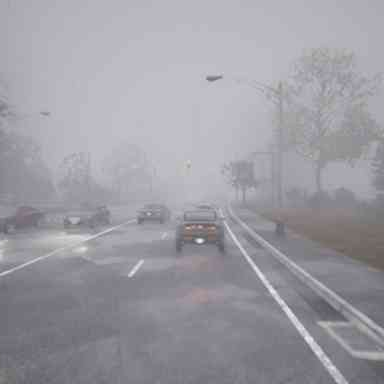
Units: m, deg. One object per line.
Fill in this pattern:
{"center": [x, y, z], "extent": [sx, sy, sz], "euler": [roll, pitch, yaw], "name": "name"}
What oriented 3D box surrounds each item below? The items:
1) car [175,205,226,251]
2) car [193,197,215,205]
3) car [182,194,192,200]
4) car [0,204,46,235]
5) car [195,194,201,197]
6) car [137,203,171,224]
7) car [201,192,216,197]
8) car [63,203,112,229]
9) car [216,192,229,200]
{"center": [0.357, 1.486, 14.020], "extent": [1.837, 1.490, 4.892], "euler": [0, -1, 2], "name": "car"}
{"center": [1.090, 1.493, 29.698], "extent": [1.812, 1.442, 4.674], "euler": [0, 0, 3], "name": "car"}
{"center": [-1.411, 1.239, 94.314], "extent": [2.097, 1.767, 4.553], "euler": [0, 0, 11], "name": "car"}
{"center": [-10.178, 1.449, 18.797], "extent": [1.882, 1.535, 5.008], "euler": [0, 0, 2], "name": "car"}
{"center": [2.017, 1.365, 93.607], "extent": [1.882, 1.535, 5.008], "euler": [0, 0, 11], "name": "car"}
{"center": [-2.720, 1.518, 24.560], "extent": [2.033, 1.411, 5.357], "euler": [0, 0, 3], "name": "car"}
{"center": [4.416, 1.127, 87.386], "extent": [2.097, 1.767, 4.553], "euler": [0, 0, 11], "name": "car"}
{"center": [-6.566, 1.463, 21.303], "extent": [2.128, 1.511, 4.902], "euler": [0, 0, 3], "name": "car"}
{"center": [7.943, 1.317, 87.215], "extent": [1.812, 1.442, 4.674], "euler": [0, 0, 11], "name": "car"}
